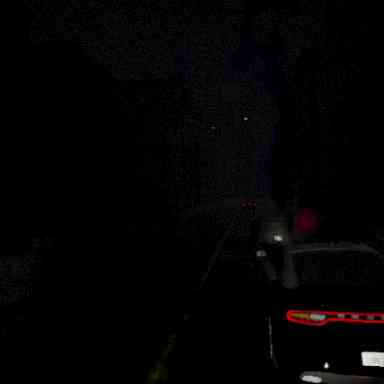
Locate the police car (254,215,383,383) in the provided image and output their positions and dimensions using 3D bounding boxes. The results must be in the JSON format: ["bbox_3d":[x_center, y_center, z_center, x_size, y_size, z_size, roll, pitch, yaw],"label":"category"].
[{"bbox_3d":[2.201,1.443,5.793,1.930,1.638,5.238,-1,-1,9],"label":"police car"}]

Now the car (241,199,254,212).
[{"bbox_3d":[7.787,1.699,45.126,2.097,1.767,4.553,-1,-1,10],"label":"car"}]

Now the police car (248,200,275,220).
[{"bbox_3d":[4.795,1.567,21.581,1.930,1.638,5.238,-1,-1,9],"label":"police car"}]

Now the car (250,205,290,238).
[{"bbox_3d":[3.806,1.600,15.551,1.837,1.490,4.892,-1,-1,9],"label":"car"}]
